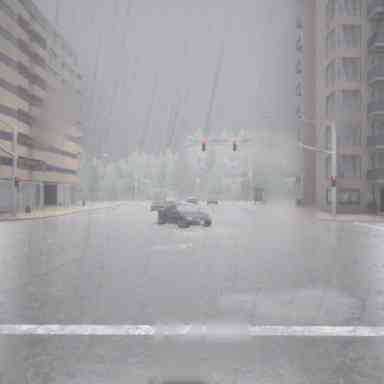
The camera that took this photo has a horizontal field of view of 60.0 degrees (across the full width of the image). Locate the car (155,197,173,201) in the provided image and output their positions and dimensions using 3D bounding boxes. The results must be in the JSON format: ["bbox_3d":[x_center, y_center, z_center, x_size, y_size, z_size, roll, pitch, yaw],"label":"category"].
[{"bbox_3d":[-3.614,1.554,38.325,1.994,1.385,4.181,0,0,0],"label":"car"}]

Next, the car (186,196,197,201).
[{"bbox_3d":[-0.031,1.510,60.129,1.812,1.442,4.674,0,0,0],"label":"car"}]

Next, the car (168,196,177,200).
[{"bbox_3d":[-3.559,1.462,57.916,1.882,1.535,5.008,0,0,1],"label":"car"}]

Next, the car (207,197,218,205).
[{"bbox_3d":[3.603,1.532,59.488,2.033,1.411,5.357,0,0,2],"label":"car"}]

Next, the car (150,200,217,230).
[{"bbox_3d":[-0.677,1.520,21.548,1.812,1.442,4.674,-1,0,-33],"label":"car"}]
